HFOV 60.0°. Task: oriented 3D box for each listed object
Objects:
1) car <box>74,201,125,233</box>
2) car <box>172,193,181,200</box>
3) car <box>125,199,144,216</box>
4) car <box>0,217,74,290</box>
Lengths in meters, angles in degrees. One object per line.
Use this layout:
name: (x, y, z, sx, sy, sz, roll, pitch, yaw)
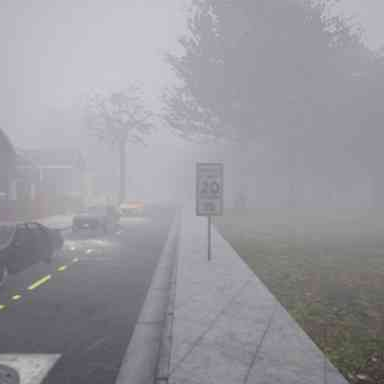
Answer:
car: (-5.521, 1.458, 19.655, 1.882, 1.535, 5.008, 0, 0, -2)
car: (-4.506, 1.271, 92.583, 2.150, 2.045, 5.566, 0, 0, -1)
car: (-5.821, 1.460, 32.170, 1.882, 1.535, 5.008, 0, 0, -1)
car: (-5.262, 1.528, 9.189, 2.033, 1.411, 5.357, 0, 0, -1)
